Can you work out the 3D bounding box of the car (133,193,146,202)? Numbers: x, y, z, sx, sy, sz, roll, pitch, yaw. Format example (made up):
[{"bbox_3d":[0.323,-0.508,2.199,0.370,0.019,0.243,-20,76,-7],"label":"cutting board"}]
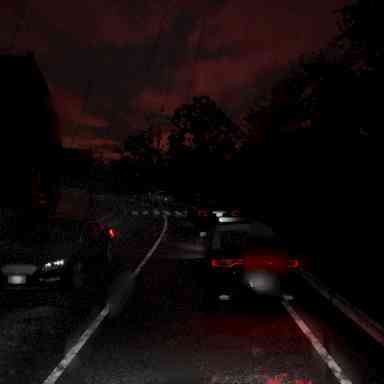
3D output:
[{"bbox_3d":[-8.415,0.871,55.729,2.033,1.411,5.357,1,1,-25],"label":"car"}]

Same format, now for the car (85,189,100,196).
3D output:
[{"bbox_3d":[-20.987,-0.011,70.151,1.895,1.301,4.718,2,2,-36],"label":"car"}]

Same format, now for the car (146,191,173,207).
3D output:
[{"bbox_3d":[-4.076,0.883,43.708,2.150,2.045,5.566,1,1,-18],"label":"car"}]

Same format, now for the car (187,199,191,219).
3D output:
[{"bbox_3d":[0.887,1.140,24.748,2.150,2.045,5.566,0,0,-5],"label":"car"}]

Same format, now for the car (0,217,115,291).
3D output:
[{"bbox_3d":[-3.480,1.486,9.105,2.128,1.511,4.902,0,0,1],"label":"car"}]

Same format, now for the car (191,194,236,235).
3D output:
[{"bbox_3d":[1.238,1.181,18.591,2.150,2.045,5.566,0,0,-2],"label":"car"}]

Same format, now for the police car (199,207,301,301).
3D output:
[{"bbox_3d":[1.227,1.419,8.519,1.930,1.638,5.238,0,0,1],"label":"police car"}]
